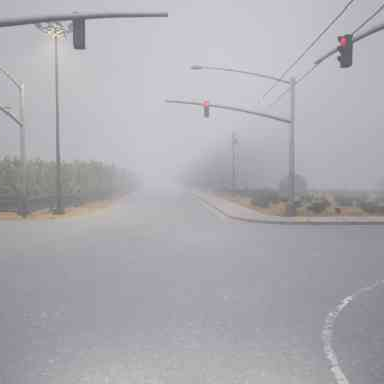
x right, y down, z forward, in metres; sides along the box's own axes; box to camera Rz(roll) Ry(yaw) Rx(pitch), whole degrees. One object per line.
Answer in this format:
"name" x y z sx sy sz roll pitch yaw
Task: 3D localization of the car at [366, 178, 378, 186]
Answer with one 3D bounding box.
"car" 42.117 -2.271 77.574 1.905 1.878 3.866 10 10 41
